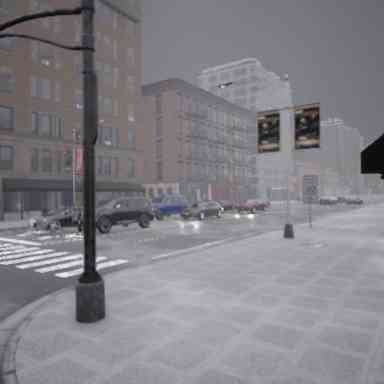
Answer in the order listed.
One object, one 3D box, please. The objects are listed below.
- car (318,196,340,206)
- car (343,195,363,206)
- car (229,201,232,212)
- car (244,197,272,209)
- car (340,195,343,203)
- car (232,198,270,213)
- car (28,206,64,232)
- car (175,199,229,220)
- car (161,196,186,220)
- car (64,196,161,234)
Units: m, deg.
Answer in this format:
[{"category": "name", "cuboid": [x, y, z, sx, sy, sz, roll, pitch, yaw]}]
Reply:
[{"category": "car", "cuboid": [20.806, 1.394, 51.136, 1.882, 1.535, 5.008, -1, 0, 35]}, {"category": "car", "cuboid": [25.639, 1.456, 52.329, 1.895, 1.301, 4.718, -1, 0, 35]}, {"category": "car", "cuboid": [3.312, 1.698, 37.995, 1.895, 1.301, 4.718, -1, 0, 35]}, {"category": "car", "cuboid": [9.225, 1.531, 46.281, 1.882, 1.535, 5.008, -1, 0, 36]}, {"category": "car", "cuboid": [27.633, 1.372, 60.790, 1.837, 1.490, 4.892, -1, 0, 35]}, {"category": "car", "cuboid": [6.800, 1.523, 37.295, 1.882, 1.535, 5.008, -1, 0, 35]}, {"category": "car", "cuboid": [-8.151, 1.671, 21.806, 2.128, 1.511, 4.902, -1, 0, 35]}, {"category": "car", "cuboid": [0.962, 1.593, 29.062, 1.837, 1.490, 4.892, -1, 0, 35]}, {"category": "car", "cuboid": [-2.463, 1.360, 29.849, 2.150, 2.045, 5.566, -1, 0, 35]}, {"category": "car", "cuboid": [-4.769, 1.351, 20.965, 2.150, 2.045, 5.566, -1, 0, 35]}]
